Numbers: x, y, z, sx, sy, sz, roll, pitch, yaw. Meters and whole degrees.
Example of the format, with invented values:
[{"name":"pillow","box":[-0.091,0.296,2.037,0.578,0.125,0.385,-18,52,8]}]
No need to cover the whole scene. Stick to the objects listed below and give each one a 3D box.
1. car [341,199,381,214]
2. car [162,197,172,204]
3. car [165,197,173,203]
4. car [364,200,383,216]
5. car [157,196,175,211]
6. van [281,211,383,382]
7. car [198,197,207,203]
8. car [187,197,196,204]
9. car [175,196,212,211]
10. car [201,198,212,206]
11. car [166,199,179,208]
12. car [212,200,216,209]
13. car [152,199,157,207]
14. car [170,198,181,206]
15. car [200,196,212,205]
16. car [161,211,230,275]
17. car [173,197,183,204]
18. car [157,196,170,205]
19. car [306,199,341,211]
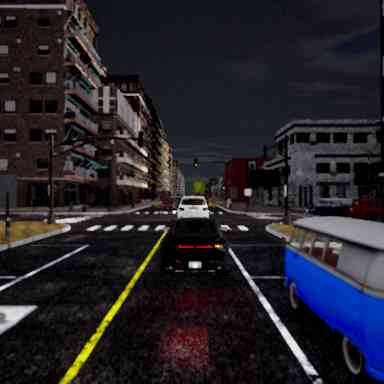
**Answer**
[{"name":"car","box":[14.914,1.463,26.111,5.009,1.841,2.192,0,-1,0]},{"name":"car","box":[-5.715,1.942,77.692,2.008,1.369,4.403,0,0,0]},{"name":"car","box":[-5.717,1.949,83.061,1.752,1.417,4.829,0,0,0]},{"name":"car","box":[20.411,1.682,34.504,4.097,1.590,1.967,0,-1,0]},{"name":"car","box":[-3.114,1.563,45.080,2.097,1.767,4.553,0,0,0]},{"name":"van","box":[2.660,1.364,5.215,1.690,1.788,3.998,0,0,0]},{"name":"car","box":[2.664,1.976,83.235,2.008,1.369,4.403,0,0,0]},{"name":"car","box":[-0.026,1.924,76.495,2.033,1.411,5.357,0,0,0]},{"name":"car","box":[0.094,1.320,25.020,2.150,2.045,5.566,0,0,0]},{"name":"car","box":[2.671,1.878,61.079,1.802,1.307,4.206,0,0,0]},{"name":"car","box":[-3.094,1.859,54.021,1.895,1.301,4.718,0,0,0]},{"name":"car","box":[2.676,1.763,50.171,1.752,1.417,4.829,0,0,0]},{"name":"car","box":[-5.707,1.790,55.366,1.752,1.417,4.829,0,0,0]},{"name":"car","box":[-3.036,1.833,63.078,1.812,1.442,4.674,0,0,0]},{"name":"car","box":[2.671,1.642,66.619,2.192,1.841,5.009,0,0,0]},{"name":"car","box":[0.095,1.549,10.525,1.837,1.490,4.892,0,-1,0]},{"name":"car","box":[-3.026,1.917,73.093,1.994,1.385,4.181,0,0,0]},{"name":"car","box":[-5.710,1.642,66.615,2.192,1.841,5.009,0,0,0]},{"name":"car","box":[13.430,1.687,31.892,4.902,1.511,2.128,0,-1,0]}]
